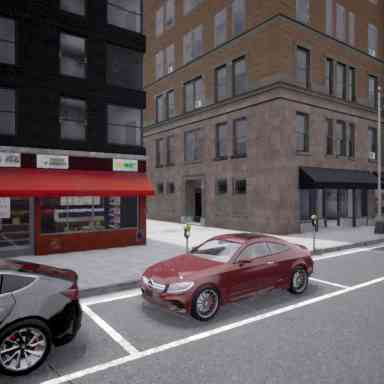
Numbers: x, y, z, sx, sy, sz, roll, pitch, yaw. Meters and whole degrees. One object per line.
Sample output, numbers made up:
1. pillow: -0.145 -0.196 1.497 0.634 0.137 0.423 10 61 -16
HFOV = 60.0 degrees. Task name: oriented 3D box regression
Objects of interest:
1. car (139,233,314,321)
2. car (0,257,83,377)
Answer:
1. car: 0.931 1.582 7.195 4.206 1.307 1.802 0 0 -35
2. car: -3.550 1.566 4.003 4.313 1.339 1.947 0 0 -35
